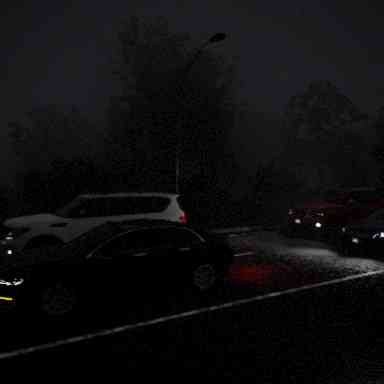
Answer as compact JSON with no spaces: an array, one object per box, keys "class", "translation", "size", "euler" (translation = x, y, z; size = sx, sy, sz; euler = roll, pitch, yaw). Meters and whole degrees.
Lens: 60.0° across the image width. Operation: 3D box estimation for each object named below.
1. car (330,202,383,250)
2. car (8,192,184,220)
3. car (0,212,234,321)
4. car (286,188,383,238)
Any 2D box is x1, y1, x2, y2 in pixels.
[{"class":"car","translation":[7.409,1.251,11.887],"size":[4.674,1.442,1.812],"euler":[-1,2,-26]},{"class":"car","translation":[-2.795,1.018,10.267],"size":[5.566,2.045,2.150],"euler":[0,1,-31]},{"class":"car","translation":[-1.373,1.368,7.017],"size":[4.892,1.490,1.837],"euler":[0,1,-31]},{"class":"car","translation":[7.078,0.857,15.614],"size":[5.566,2.045,2.150],"euler":[-1,2,-26]}]
